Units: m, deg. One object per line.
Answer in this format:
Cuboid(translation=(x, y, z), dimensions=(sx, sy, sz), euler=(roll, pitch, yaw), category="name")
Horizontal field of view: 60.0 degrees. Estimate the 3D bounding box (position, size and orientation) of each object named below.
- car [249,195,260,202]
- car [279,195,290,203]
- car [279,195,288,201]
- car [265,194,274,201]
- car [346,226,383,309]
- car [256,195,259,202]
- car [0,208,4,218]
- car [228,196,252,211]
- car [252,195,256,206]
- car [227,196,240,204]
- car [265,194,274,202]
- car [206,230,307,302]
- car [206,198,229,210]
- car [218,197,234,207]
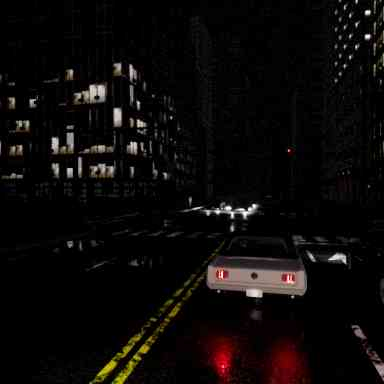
Cuboid(translation=(14.106, 1.465, 75.004), dimensions=(2.033, 1.411, 5.357), euler=(0, 0, 13), category="car")
Cuboid(translation=(19.520, 1.474, 69.640), dimensions=(2.033, 1.411, 5.357), euler=(0, 0, 13), category="car")
Cuboid(translation=(21.920, 1.355, 79.808), dimensions=(1.895, 1.301, 4.718), euler=(0, 0, 13), category="car")
Cuboid(translation=(18.750, 1.286, 80.526), dimensions=(2.128, 1.511, 4.902), euler=(0, 0, 13), category="car")
Cuboid(translation=(4.838, 1.501, 7.449), dimensions=(1.837, 1.490, 4.892), euler=(0, 0, 13), category="car")
Cuboid(translation=(10.634, 1.557, 60.572), dimensions=(1.895, 1.301, 4.718), euler=(0, 0, 14), category="car")
Cuboid(translation=(-17.310, 1.434, 26.693), dimensions=(4.313, 1.339, 1.947), euler=(1, 1, 14), category="car")
Cuboid(translation=(5.918, 1.503, 40.739), dimensions=(1.812, 1.442, 4.674), euler=(0, 0, 13), category="car")
Cuboid(translation=(8.043, 1.460, 49.739), dimensions=(2.128, 1.511, 4.902), euler=(0, 0, 13), category="car")
Cuboid(translation=(7.923, 1.460, 63.175), dimensions=(1.837, 1.490, 4.892), euler=(0, 0, 14), category="car")
Cuboid(translation=(16.459, 1.530, 70.823), dimensions=(1.895, 1.301, 4.718), euler=(0, 0, 13), category="car")
Cuboid(translation=(1.709, 1.597, 8.353), dimensions=(1.895, 1.301, 4.718), euler=(0, 0, 14), category="car")
Cuboid(translation=(3.151, 1.524, 43.182), dimensions=(2.033, 1.411, 5.357), euler=(0, 0, 13), category="car")
Cuboid(translation=(5.485, 1.567, 53.048), dimensions=(1.895, 1.301, 4.718), euler=(0, 0, 13), category="car")
